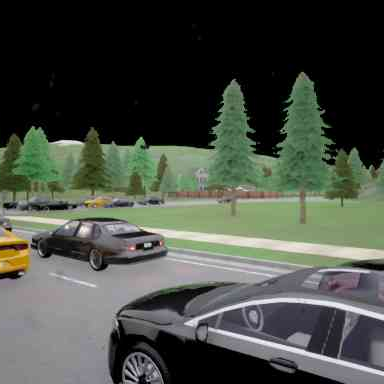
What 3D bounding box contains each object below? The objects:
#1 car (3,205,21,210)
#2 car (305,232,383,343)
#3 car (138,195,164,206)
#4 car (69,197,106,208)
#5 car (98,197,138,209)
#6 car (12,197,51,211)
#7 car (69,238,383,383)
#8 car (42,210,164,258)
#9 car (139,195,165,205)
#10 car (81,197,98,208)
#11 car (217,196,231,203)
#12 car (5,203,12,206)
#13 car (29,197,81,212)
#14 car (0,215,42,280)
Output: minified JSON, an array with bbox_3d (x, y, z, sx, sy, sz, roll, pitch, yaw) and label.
[{"bbox_3d":[-11.219,1.547,17.090,5.357,1.411,2.033,0,0,38],"label":"car"},{"bbox_3d":[4.196,1.564,5.194,4.181,1.385,1.994,0,0,38],"label":"car"},{"bbox_3d":[-6.911,1.505,55.071,1.837,1.490,4.892,0,0,39],"label":"car"},{"bbox_3d":[-15.580,1.490,49.796,2.128,1.511,4.902,0,0,38],"label":"car"},{"bbox_3d":[-10.056,1.526,45.470,1.812,1.442,4.674,0,0,39],"label":"car"},{"bbox_3d":[-18.662,1.352,40.295,2.097,1.767,4.553,0,0,38],"label":"car"},{"bbox_3d":[1.230,1.492,3.073,4.902,1.511,2.128,0,0,38],"label":"car"},{"bbox_3d":[-3.233,1.547,10.949,5.357,1.411,2.033,0,0,38],"label":"car"},{"bbox_3d":[-7.210,1.354,60.300,2.097,1.767,4.553,0,0,39],"label":"car"},{"bbox_3d":[-13.004,1.478,47.413,1.882,1.535,5.008,0,0,38],"label":"car"},{"bbox_3d":[6.867,1.493,66.649,2.128,1.511,4.902,0,0,39],"label":"car"},{"bbox_3d":[-21.377,1.601,42.504,1.895,1.301,4.718,0,0,38],"label":"car"},{"bbox_3d":[-15.741,1.601,38.340,1.895,1.301,4.718,0,0,38],"label":"car"},{"bbox_3d":[-6.241,1.478,8.854,5.008,1.535,1.882,0,0,38],"label":"car"}]
